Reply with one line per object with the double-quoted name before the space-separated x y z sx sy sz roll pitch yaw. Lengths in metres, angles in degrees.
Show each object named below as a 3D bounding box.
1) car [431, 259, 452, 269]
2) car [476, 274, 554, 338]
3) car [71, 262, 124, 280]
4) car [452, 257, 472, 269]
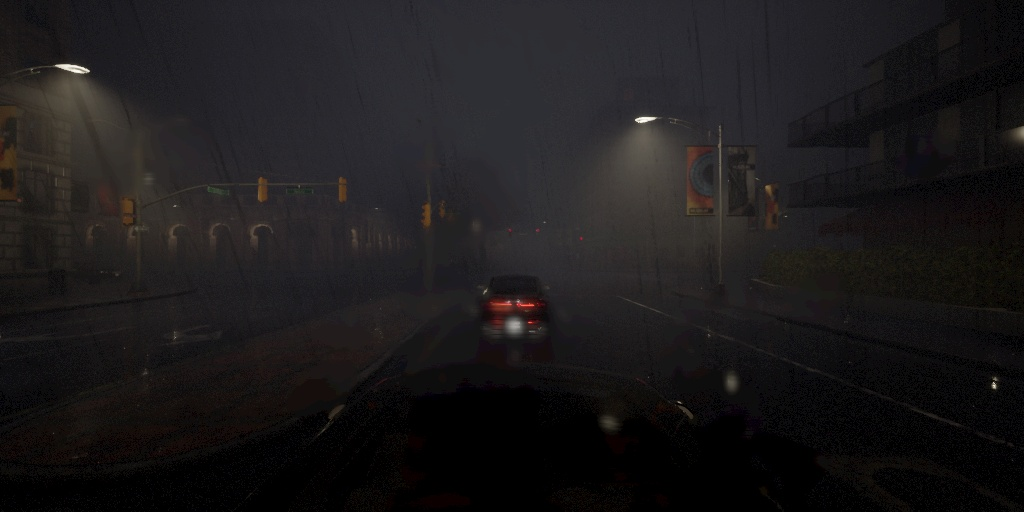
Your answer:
"car" -11.545 1.276 58.574 1.812 1.442 4.674 0 0 0
"car" 0.077 1.255 10.153 1.837 1.490 4.892 0 0 0
"car" -33.901 1.242 28.551 4.902 1.511 2.128 0 0 0
"car" -8.054 1.276 58.349 1.812 1.442 4.674 0 0 0
